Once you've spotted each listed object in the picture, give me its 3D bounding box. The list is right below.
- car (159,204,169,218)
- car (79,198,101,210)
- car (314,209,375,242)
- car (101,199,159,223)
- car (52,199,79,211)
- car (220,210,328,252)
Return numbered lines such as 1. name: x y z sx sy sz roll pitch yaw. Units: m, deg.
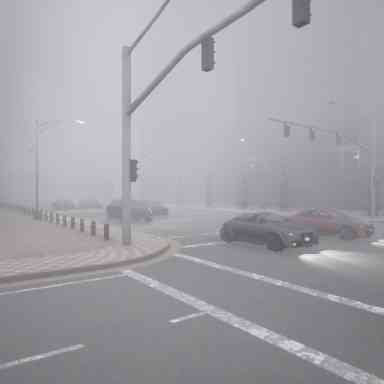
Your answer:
1. car: -3.910 1.422 29.399 1.882 1.535 5.008 0 0 -35
2. car: -13.094 1.508 42.520 1.994 1.385 4.181 0 0 -35
3. car: 6.578 1.532 16.381 4.181 1.385 1.994 0 0 41
4. car: -4.662 1.296 24.427 2.097 1.767 4.553 0 0 -36
5. car: -15.319 1.509 39.593 1.994 1.385 4.181 0 0 -35
6. car: 3.060 1.534 13.833 1.994 1.385 4.181 0 0 -36
